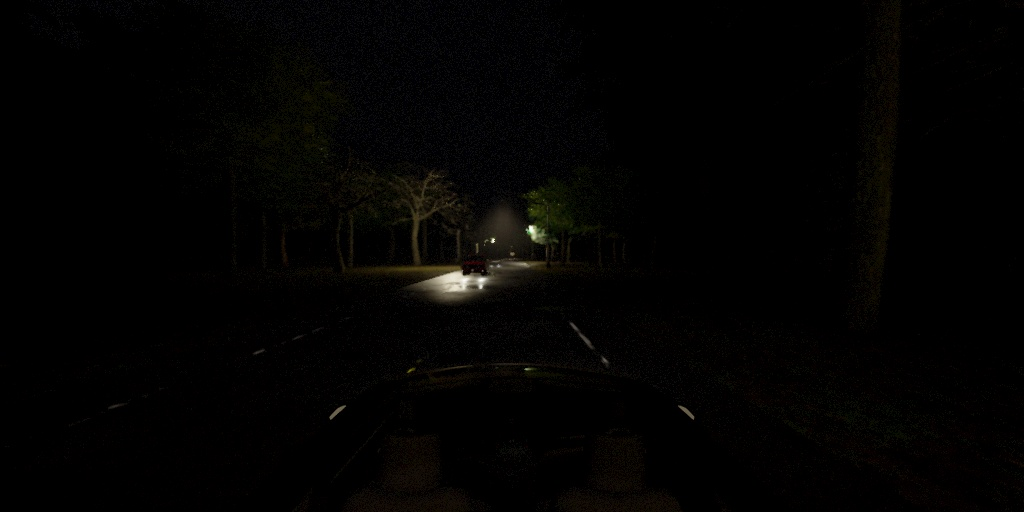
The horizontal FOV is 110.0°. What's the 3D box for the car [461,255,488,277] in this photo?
[{"bbox_3d":[-3.571,0.911,35.270,2.150,2.045,5.566,0,0,0],"label":"car"}]
